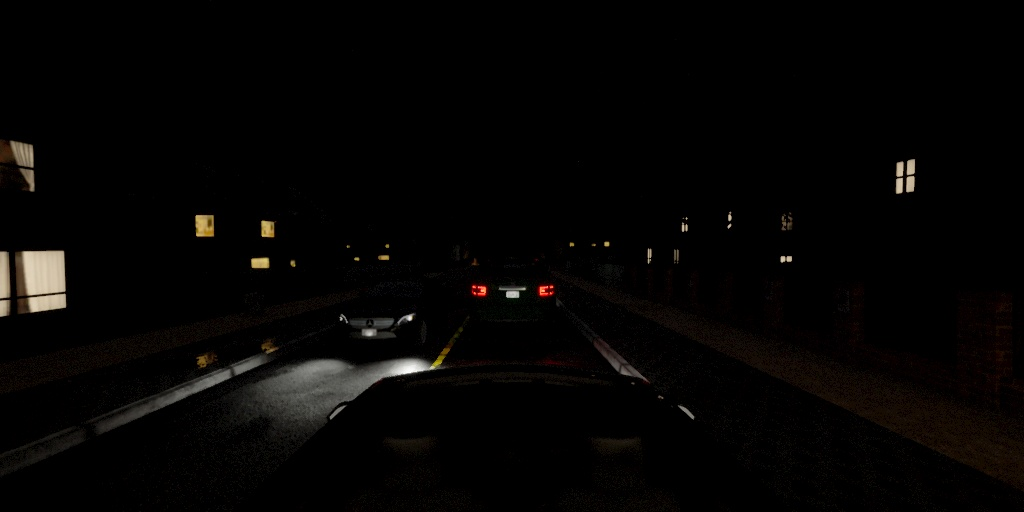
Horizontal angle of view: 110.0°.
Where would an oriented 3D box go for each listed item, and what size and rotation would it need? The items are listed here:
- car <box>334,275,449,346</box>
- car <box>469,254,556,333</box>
[{"bbox_3d":[-2.868,1.274,9.536,1.812,1.442,4.674,0,0,0],"label":"car"},{"bbox_3d":[0.032,0.969,10.814,2.150,2.045,5.566,0,0,0],"label":"car"}]
